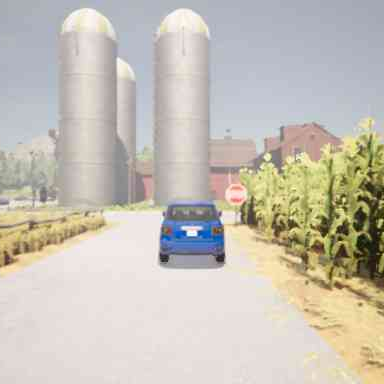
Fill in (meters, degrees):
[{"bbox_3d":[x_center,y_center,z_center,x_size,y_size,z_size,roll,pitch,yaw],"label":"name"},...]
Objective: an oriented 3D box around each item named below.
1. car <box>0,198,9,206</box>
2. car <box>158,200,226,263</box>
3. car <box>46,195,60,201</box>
[{"bbox_3d":[-36.952,1.764,62.647,4.611,1.667,2.242,0,0,0],"label":"car"},{"bbox_3d":[0.010,1.316,12.564,2.150,2.045,5.566,0,0,0],"label":"car"},{"bbox_3d":[-37.221,1.689,86.853,3.866,1.878,1.905,0,0,0],"label":"car"}]
